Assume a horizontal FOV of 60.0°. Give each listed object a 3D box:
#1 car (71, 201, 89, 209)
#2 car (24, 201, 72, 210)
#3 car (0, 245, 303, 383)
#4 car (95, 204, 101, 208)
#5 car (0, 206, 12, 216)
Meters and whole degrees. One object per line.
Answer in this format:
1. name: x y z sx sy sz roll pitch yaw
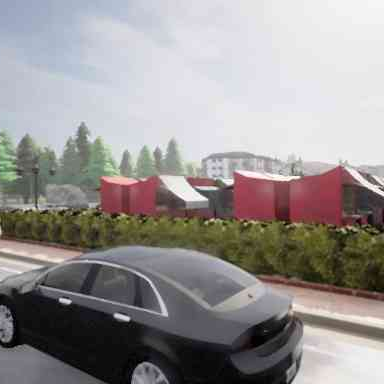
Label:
1. car: -14.846 1.797 40.192 2.128 1.511 4.902 -1 0 36
2. car: -15.099 1.882 33.880 1.895 1.301 4.718 -1 0 36
3. car: -0.992 1.530 4.702 4.892 1.490 1.837 0 0 35
4. car: -9.794 1.632 41.198 2.097 1.767 4.553 -1 0 36
5. car: -20.442 1.853 32.444 2.033 1.411 5.357 -1 0 39
